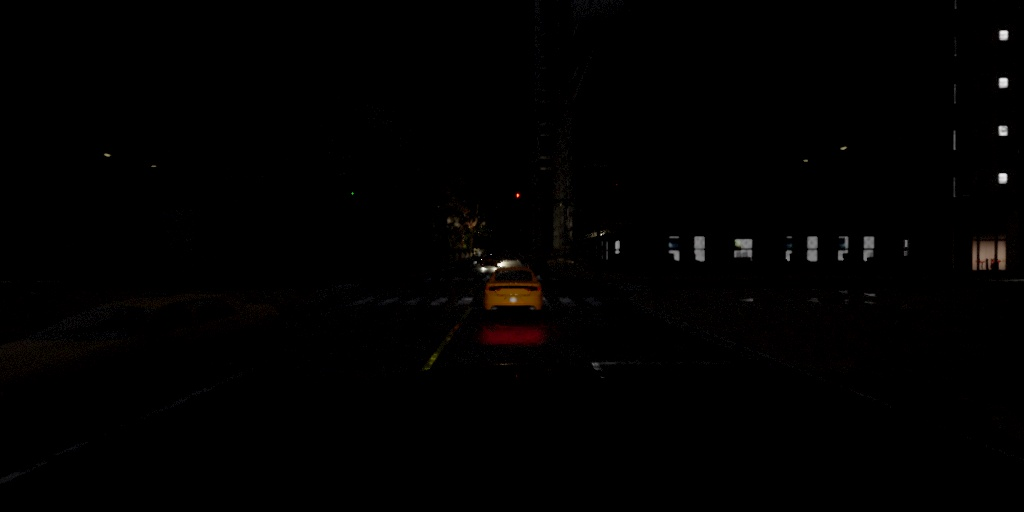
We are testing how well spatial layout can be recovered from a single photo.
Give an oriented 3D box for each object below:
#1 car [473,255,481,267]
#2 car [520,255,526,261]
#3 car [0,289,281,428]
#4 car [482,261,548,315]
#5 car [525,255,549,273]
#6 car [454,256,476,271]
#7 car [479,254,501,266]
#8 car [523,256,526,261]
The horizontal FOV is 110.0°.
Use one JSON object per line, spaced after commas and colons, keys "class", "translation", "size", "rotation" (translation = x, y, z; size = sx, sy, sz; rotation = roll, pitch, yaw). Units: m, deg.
{"class": "car", "translation": [-5.689, 0.898, 47.913], "size": [2.007, 1.370, 4.403], "rotation": [0, 0, 0]}
{"class": "car", "translation": [2.692, 0.760, 64.957], "size": [1.948, 1.339, 4.313], "rotation": [0, 0, 0]}
{"class": "car", "translation": [-5.819, 1.240, 5.661], "size": [1.751, 1.417, 4.829], "rotation": [0, 0, 0]}
{"class": "car", "translation": [0.056, 1.129, 13.114], "size": [1.882, 1.535, 5.008], "rotation": [0, 0, 0]}
{"class": "car", "translation": [2.691, 0.886, 36.553], "size": [1.967, 1.591, 4.097], "rotation": [0, 0, 0]}
{"class": "car", "translation": [-5.689, 0.942, 42.231], "size": [1.888, 1.381, 4.507], "rotation": [0, 0, 0]}
{"class": "car", "translation": [-3.083, 0.680, 50.205], "size": [2.097, 1.767, 4.553], "rotation": [0, 0, 0]}
{"class": "car", "translation": [2.691, 0.962, 42.233], "size": [1.948, 1.339, 4.313], "rotation": [0, 0, 0]}
